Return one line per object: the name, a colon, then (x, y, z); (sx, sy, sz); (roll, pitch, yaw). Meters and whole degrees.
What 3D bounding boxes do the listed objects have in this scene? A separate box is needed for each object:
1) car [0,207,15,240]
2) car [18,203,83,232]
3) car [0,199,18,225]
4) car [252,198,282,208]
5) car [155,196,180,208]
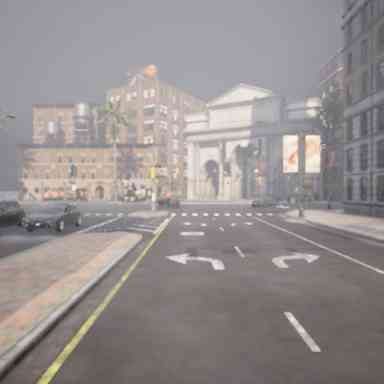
car: (-8.025, 1.459, 10.409); (2.128, 1.511, 4.902); (0, 0, 1)
car: (-8.028, 1.442, 19.786); (1.837, 1.490, 4.892); (0, 0, 1)
car: (-11.528, 1.292, 19.113); (2.097, 1.767, 4.553); (0, 0, 0)
car: (9.961, 1.423, 44.207); (4.181, 1.385, 1.994); (0, 0, -34)
car: (-3.414, 1.348, 45.190); (2.128, 1.511, 4.902); (0, 0, -31)
